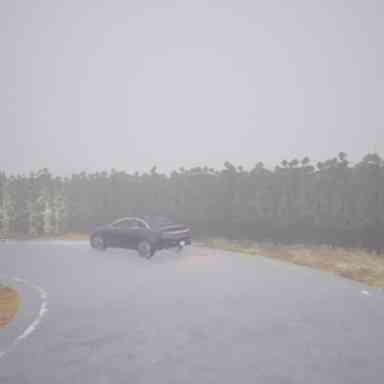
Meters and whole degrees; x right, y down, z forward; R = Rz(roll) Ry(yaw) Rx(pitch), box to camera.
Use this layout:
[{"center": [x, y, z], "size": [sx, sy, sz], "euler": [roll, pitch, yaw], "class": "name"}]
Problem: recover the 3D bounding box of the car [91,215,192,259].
[{"center": [-2.239, 1.716, 13.704], "size": [4.902, 1.511, 2.128], "euler": [-2, -1, 39], "class": "car"}]
